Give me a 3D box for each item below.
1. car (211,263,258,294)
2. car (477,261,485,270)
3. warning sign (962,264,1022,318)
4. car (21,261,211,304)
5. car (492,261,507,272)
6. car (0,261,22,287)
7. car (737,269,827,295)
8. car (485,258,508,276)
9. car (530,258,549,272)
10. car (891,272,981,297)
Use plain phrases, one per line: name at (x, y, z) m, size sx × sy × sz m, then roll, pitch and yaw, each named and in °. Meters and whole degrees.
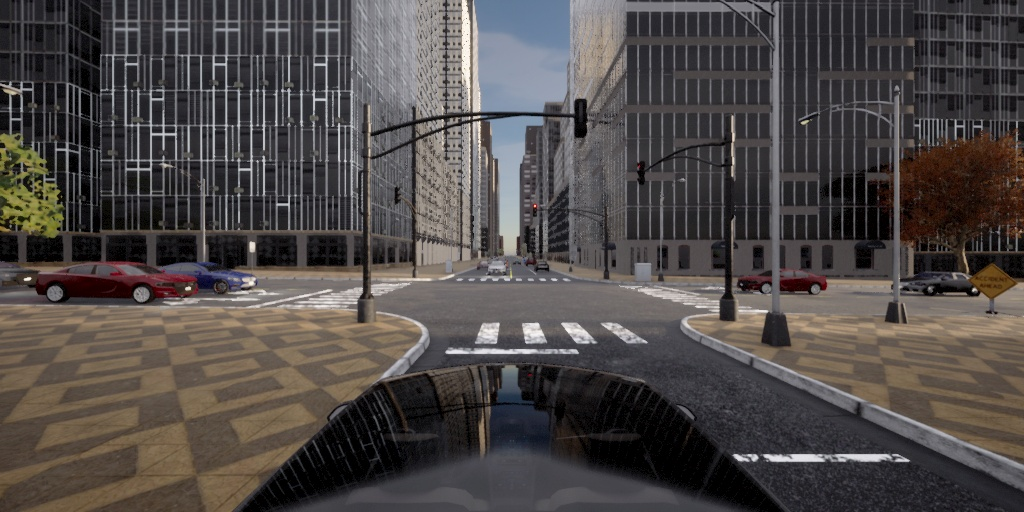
car at (-14.977, 1.022, 17.351) m, size 4.674 × 1.442 × 1.812 m, roll 1°, pitch 0°, yaw -1°
car at (-4.119, 1.330, 52.154) m, size 1.802 × 1.307 × 4.207 m, roll 0°, pitch 0°, yaw 0°
warning sign at (17.257, 1.201, 12.900) m, size 1.060 × 1.860 × 1.300 m, roll 0°, pitch 0°, yaw -3°
car at (-15.288, 0.970, 14.079) m, size 5.008 × 1.535 × 1.882 m, roll 1°, pitch 0°, yaw -2°
car at (-1.625, 1.352, 48.238) m, size 1.895 × 1.301 × 4.718 m, roll 0°, pitch 0°, yaw 0°
car at (-24.903, 0.878, 16.874) m, size 4.181 × 1.385 × 1.994 m, roll 1°, pitch 0°, yaw -3°
car at (16.718, 1.549, 22.334) m, size 5.008 × 1.535 × 1.882 m, roll 1°, pitch 0°, yaw -3°
car at (-1.565, 1.283, 38.278) m, size 1.812 × 1.442 × 4.674 m, roll 0°, pitch 0°, yaw 0°
car at (3.844, 1.318, 46.676) m, size 1.948 × 1.339 × 4.313 m, roll 0°, pitch 0°, yaw 0°
car at (27.061, 1.748, 22.831) m, size 4.902 × 1.511 × 2.128 m, roll 1°, pitch 0°, yaw -3°
